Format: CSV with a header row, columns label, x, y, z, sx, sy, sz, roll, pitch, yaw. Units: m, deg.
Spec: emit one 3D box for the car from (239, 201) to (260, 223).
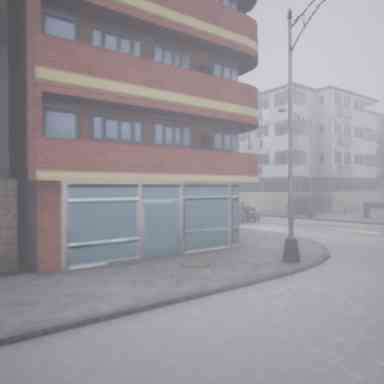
label,x,y,z,sx,sy,sz,roll,pitch,yaw
car,2.478,1.202,22.713,2.097,1.767,4.553,-1,0,-35
